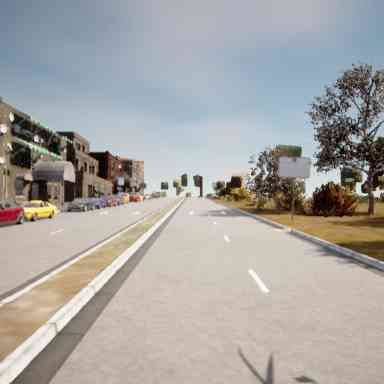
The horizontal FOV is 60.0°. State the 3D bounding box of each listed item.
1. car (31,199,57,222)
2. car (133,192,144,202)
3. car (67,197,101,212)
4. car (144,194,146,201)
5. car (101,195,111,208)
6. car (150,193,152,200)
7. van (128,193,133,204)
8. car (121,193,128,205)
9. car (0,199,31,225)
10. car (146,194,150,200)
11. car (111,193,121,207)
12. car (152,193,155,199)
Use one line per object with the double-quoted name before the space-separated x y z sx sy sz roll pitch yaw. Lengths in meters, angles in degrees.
"car" -12.106 1.380 25.453 1.946 1.575 5.366 0 0 0
"car" -12.264 1.139 69.811 2.435 2.045 5.566 0 0 0
"car" -12.146 1.386 36.695 2.231 1.521 4.892 0 0 0
"car" -12.284 1.391 75.244 2.097 1.535 5.008 0 0 0
"car" -12.167 1.425 42.215 2.002 1.452 4.674 0 0 0
"car" -12.323 1.267 86.320 2.185 1.767 4.553 0 0 0
"van" -12.224 1.162 58.547 1.878 1.987 4.442 0 0 0
"car" -12.205 1.262 53.169 2.185 1.767 4.553 0 0 0
"car" -12.090 1.256 20.143 2.185 1.767 4.553 0 0 0
"car" -12.303 1.393 80.770 2.231 1.521 4.892 0 0 0
"car" -12.186 1.261 47.645 2.185 1.767 4.553 0 0 0
"car" -12.342 1.268 91.846 2.185 1.767 4.553 0 0 0
